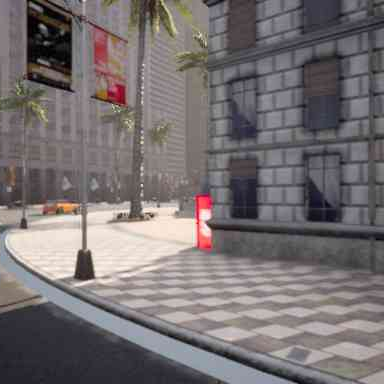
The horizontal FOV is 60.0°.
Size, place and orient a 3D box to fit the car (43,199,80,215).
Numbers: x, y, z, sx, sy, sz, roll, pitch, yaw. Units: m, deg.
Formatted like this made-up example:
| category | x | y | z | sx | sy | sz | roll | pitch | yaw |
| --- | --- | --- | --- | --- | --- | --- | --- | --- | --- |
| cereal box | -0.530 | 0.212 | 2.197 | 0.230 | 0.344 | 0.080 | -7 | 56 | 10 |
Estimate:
| category | x | y | z | sx | sy | sz | roll | pitch | yaw |
| --- | --- | --- | --- | --- | --- | --- | --- | --- | --- |
| car | -15.164 | 1.650 | 38.823 | 2.097 | 1.767 | 4.553 | -1 | 0 | 16 |
